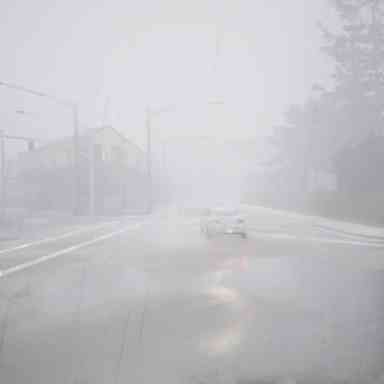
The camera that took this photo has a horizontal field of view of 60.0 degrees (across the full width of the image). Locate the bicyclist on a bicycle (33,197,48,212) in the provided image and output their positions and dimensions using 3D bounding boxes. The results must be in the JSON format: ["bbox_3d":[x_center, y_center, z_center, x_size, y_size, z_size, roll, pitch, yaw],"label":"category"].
[{"bbox_3d":[-16.700,1.331,36.581,0.582,1.620,1.656,0,1,43],"label":"bicyclist on a bicycle"}]

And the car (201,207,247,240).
[{"bbox_3d":[1.507,1.461,16.733,1.812,1.442,4.674,-1,0,-3],"label":"car"}]
